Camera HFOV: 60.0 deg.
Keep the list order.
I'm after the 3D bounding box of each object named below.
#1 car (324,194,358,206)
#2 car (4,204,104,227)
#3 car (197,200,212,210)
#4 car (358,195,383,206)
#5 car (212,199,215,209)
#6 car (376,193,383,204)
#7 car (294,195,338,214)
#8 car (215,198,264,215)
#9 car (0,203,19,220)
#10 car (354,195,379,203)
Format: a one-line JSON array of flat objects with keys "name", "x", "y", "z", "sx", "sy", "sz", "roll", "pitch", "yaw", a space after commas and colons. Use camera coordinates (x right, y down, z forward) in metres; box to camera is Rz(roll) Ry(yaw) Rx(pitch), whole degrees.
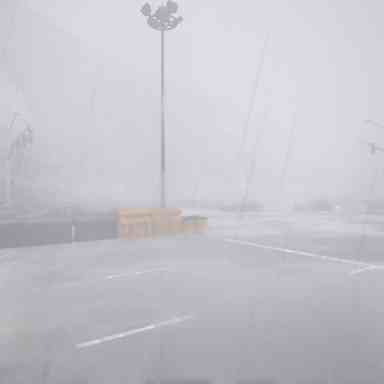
[{"name": "car", "x": 22.415, "y": 1.320, "z": 50.169, "sx": 4.892, "sy": 1.490, "sz": 1.837, "roll": 0, "pitch": 0, "yaw": -36}, {"name": "car", "x": -7.904, "y": 1.545, "z": 19.859, "sx": 5.357, "sy": 1.411, "sz": 2.033, "roll": 0, "pitch": 0, "yaw": -36}, {"name": "car", "x": 2.913, "y": 1.511, "z": 40.518, "sx": 4.718, "sy": 1.301, "sz": 1.895, "roll": 0, "pitch": 0, "yaw": -36}, {"name": "car", "x": 27.233, "y": 1.278, "z": 49.310, "sx": 5.008, "sy": 1.535, "sz": 1.882, "roll": 0, "pitch": 0, "yaw": -35}, {"name": "car", "x": 5.074, "y": 1.415, "z": 37.761, "sx": 4.892, "sy": 1.490, "sz": 1.837, "roll": 0, "pitch": 0, "yaw": -36}, {"name": "car", "x": 34.885, "y": 1.101, "z": 58.999, "sx": 4.553, "sy": 1.767, "sz": 2.097, "roll": 0, "pitch": 0, "yaw": -35}, {"name": "car", "x": 12.639, "y": 1.371, "z": 34.569, "sx": 5.008, "sy": 1.535, "sz": 1.882, "roll": 0, "pitch": 0, "yaw": -36}, {"name": "car", "x": 5.081, "y": 1.400, "z": 33.461, "sx": 5.008, "sy": 1.535, "sz": 1.882, "roll": 0, "pitch": 0, "yaw": -36}, {"name": "car", "x": -11.979, "y": 1.493, "z": 21.245, "sx": 4.902, "sy": 1.511, "sz": 2.128, "roll": 0, "pitch": 0, "yaw": -36}, {"name": "car", "x": 32.223, "y": 1.267, "z": 61.385, "sx": 4.902, "sy": 1.511, "sz": 2.128, "roll": 0, "pitch": 0, "yaw": -36}]
